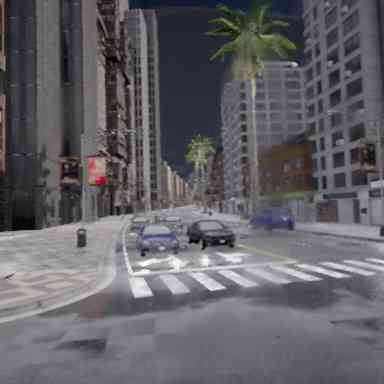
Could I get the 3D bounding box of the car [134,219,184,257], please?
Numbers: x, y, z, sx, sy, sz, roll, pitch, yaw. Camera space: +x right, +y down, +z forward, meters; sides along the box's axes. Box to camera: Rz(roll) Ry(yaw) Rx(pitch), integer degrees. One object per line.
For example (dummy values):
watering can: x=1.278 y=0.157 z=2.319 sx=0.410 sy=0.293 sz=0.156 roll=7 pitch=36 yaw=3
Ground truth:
car: x=-1.892 y=2.433 z=17.586 sx=1.812 sy=1.442 sz=4.674 roll=-1 pitch=-2 yaw=-13

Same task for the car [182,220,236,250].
car: x=1.006 y=2.383 z=19.505 sx=1.882 sy=1.535 sz=5.008 roll=-1 pitch=-2 yaw=-13

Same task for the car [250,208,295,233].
car: x=6.899 y=2.406 z=28.941 sx=2.150 sy=2.045 sz=5.566 roll=0 pitch=-3 yaw=-10

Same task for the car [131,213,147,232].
car: x=-5.401 y=3.313 z=34.801 sx=1.812 sy=1.442 sz=4.674 roll=-1 pitch=-3 yaw=-10

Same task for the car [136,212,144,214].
car: x=-8.101 y=3.986 z=52.089 sx=2.097 sy=1.767 sz=4.553 roll=-1 pitch=-2 yaw=-8

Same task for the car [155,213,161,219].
car: x=-4.873 y=4.076 z=52.497 sx=2.128 sy=1.511 sz=4.902 roll=-1 pitch=-2 yaw=-8

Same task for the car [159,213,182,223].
car: x=-2.046 y=3.198 z=34.515 sx=1.812 sy=1.442 sz=4.674 roll=-1 pitch=-3 yaw=-10
